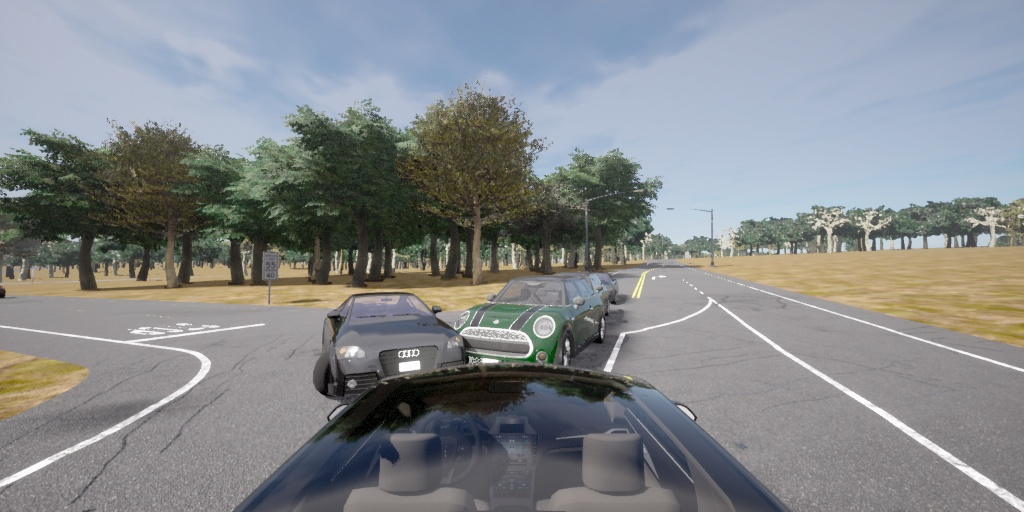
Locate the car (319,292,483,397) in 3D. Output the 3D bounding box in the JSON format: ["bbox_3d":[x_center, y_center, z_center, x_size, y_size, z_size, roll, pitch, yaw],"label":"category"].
[{"bbox_3d":[-2.355,1.376,6.625,1.994,1.385,4.181,1,-2,-29],"label":"car"}]

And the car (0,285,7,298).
[{"bbox_3d":[-40.861,2.562,27.387,4.181,1.385,1.994,-2,-3,22],"label":"car"}]

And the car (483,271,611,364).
[{"bbox_3d":[0.617,1.218,7.830,2.097,1.767,4.553,-1,-2,26],"label":"car"}]

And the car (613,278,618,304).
[{"bbox_3d":[4.217,1.509,17.870,1.994,1.385,4.181,-1,0,19],"label":"car"}]

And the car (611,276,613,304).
[{"bbox_3d":[2.023,1.344,12.143,2.097,1.767,4.553,-1,-1,21],"label":"car"}]
